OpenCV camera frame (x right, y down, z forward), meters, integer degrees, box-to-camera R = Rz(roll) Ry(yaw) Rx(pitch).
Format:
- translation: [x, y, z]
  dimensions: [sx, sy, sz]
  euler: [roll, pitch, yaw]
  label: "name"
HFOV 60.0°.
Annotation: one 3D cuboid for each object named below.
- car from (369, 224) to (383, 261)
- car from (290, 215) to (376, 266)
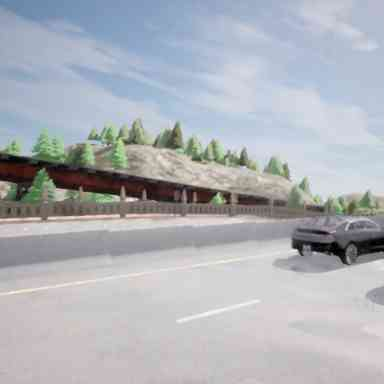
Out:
- translation: [6.815, 1.604, 8.617]
  dimensions: [4.892, 1.490, 1.837]
  euler: [1, 0, -36]
  label: "car"
- translation: [5.668, 1.603, 12.099]
  dimensions: [4.902, 1.511, 2.128]
  euler: [1, 0, -36]
  label: "car"
